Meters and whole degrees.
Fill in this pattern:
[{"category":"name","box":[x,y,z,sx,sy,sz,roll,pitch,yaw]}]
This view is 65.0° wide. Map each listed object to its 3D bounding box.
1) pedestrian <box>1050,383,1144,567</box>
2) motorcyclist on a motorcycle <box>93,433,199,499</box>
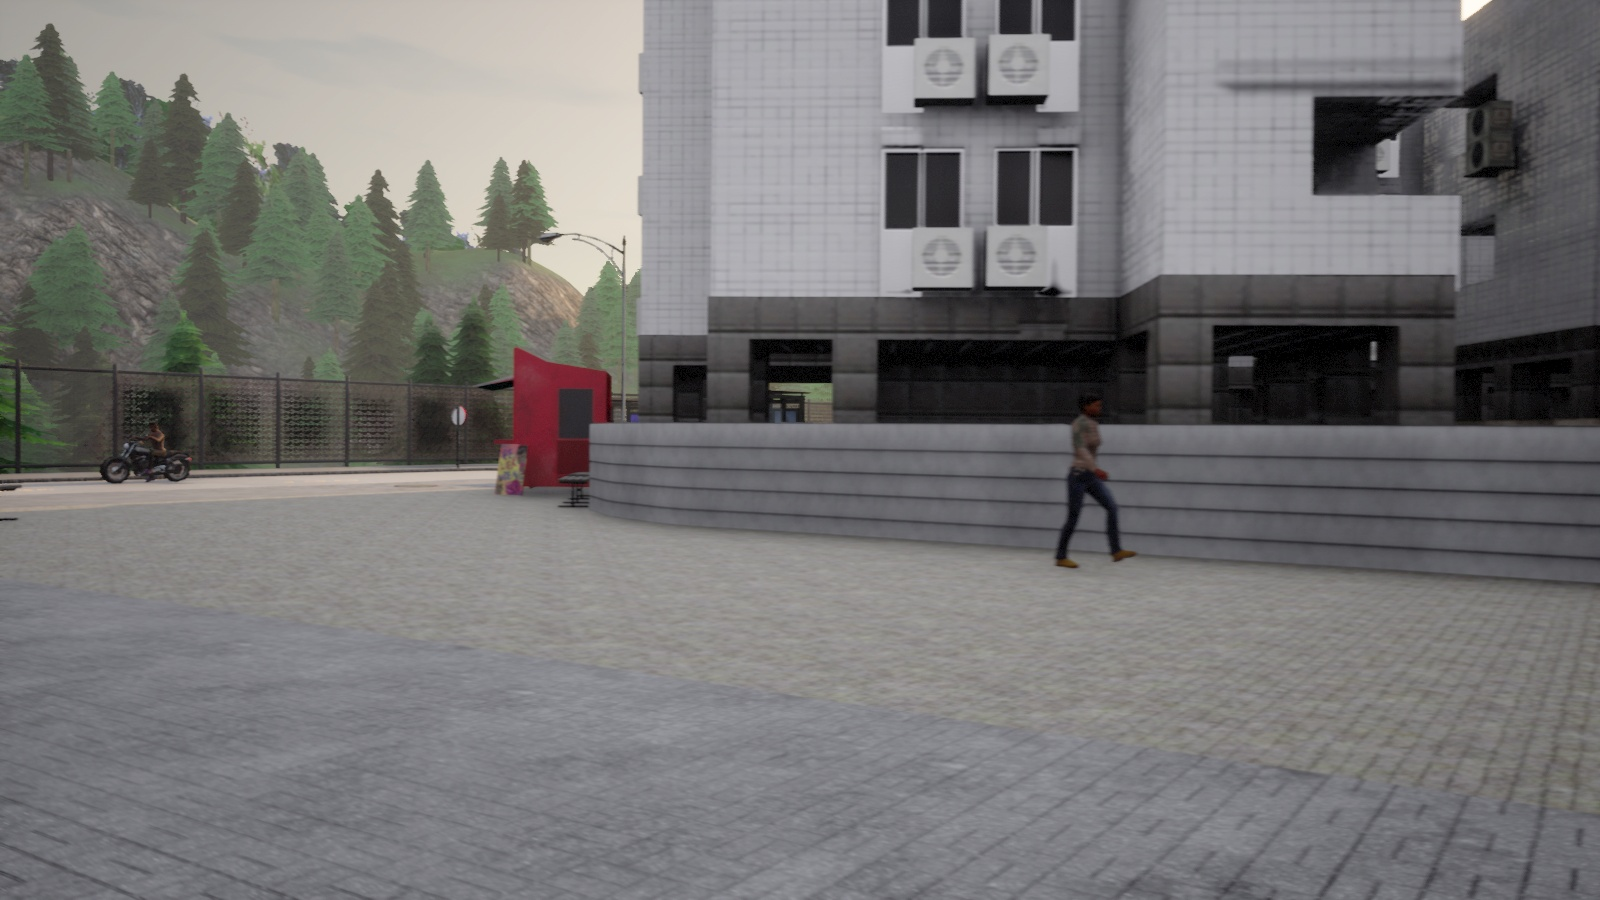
[{"category":"pedestrian","box":[3.004,0.240,12.742,0.869,1.805,0.328,0,1,42]},{"category":"motorcyclist on a motorcycle","box":[-17.175,0.386,33.045,0.766,1.649,2.350,0,1,34]}]
